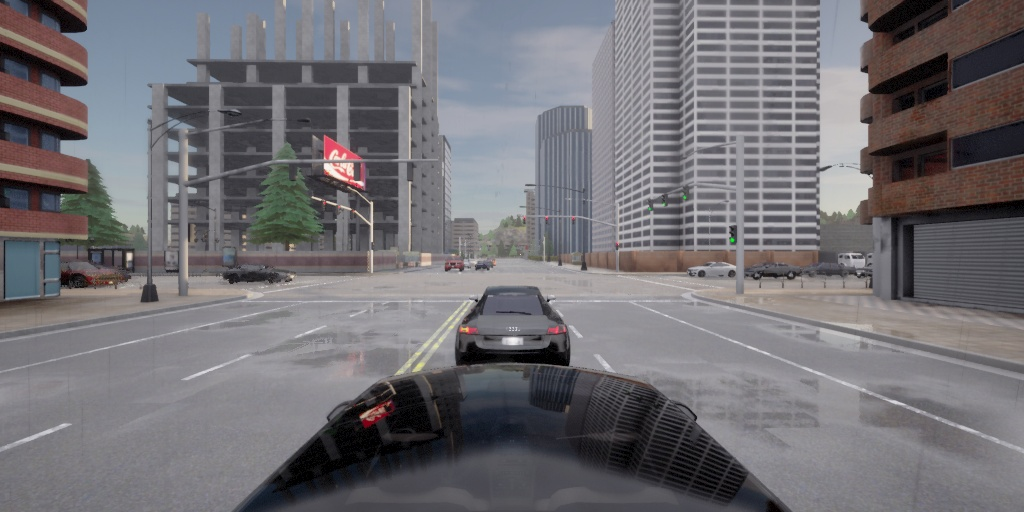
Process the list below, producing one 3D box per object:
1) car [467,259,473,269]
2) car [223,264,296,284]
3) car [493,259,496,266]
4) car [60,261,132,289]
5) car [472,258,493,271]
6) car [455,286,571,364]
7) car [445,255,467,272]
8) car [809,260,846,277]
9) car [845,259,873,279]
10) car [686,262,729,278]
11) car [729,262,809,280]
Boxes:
[{"bbox_3d":[-7.617,1.276,57.272,1.812,1.442,4.674,0,0,0],"label":"car"},{"bbox_3d":[-18.477,1.276,26.320,4.674,1.442,1.812,0,0,-1],"label":"car"},{"bbox_3d":[-4.135,1.314,59.971,1.994,1.385,4.181,0,0,0],"label":"car"},{"bbox_3d":[-27.621,1.102,22.676,4.553,1.767,2.097,0,0,-1],"label":"car"},{"bbox_3d":[-4.058,1.351,50.046,1.895,1.301,4.718,0,0,-1],"label":"car"},{"bbox_3d":[0.010,1.314,7.664,1.994,1.385,4.181,0,0,0],"label":"car"},{"bbox_3d":[-7.568,0.971,47.595,2.150,2.045,5.566,0,0,-4],"label":"car"},{"bbox_3d":[29.664,1.297,34.226,5.357,1.411,2.033,0,0,-1],"label":"car"},{"bbox_3d":[32.221,1.242,30.755,4.902,1.511,2.128,0,0,-1],"label":"car"},{"bbox_3d":[19.082,1.276,34.055,4.674,1.442,1.812,0,0,-1],"label":"car"},{"bbox_3d":[21.847,1.241,30.615,4.902,1.511,2.128,0,0,-1],"label":"car"}]
